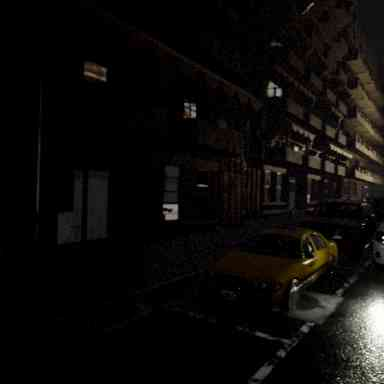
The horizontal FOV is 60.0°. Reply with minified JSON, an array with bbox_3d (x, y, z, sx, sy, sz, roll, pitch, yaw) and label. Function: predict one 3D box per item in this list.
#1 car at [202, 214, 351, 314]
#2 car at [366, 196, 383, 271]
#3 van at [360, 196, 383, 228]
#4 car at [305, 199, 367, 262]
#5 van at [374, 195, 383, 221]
[{"bbox_3d":[2.074,1.439,7.623,1.752,1.417,4.829,3,2,36],"label":"car"},{"bbox_3d":[7.016,1.158,10.021,2.150,2.045,5.566,1,1,36],"label":"car"},{"bbox_3d":[12.037,1.194,21.100,1.690,1.788,3.998,3,2,36],"label":"van"},{"bbox_3d":[5.468,1.207,12.204,2.192,1.841,5.009,3,2,36],"label":"car"},{"bbox_3d":[15.323,1.178,25.551,1.690,1.788,3.998,3,2,36],"label":"van"}]
